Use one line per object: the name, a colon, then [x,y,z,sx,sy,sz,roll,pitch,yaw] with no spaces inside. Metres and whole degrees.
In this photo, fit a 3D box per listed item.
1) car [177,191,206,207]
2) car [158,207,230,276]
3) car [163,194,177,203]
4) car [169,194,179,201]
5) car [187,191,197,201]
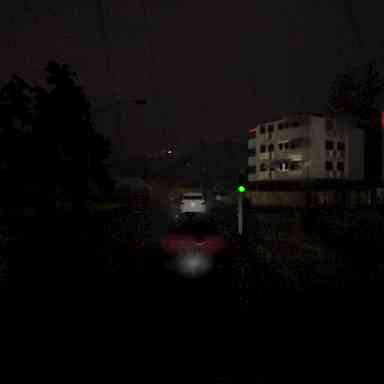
car: [0.085,1.092,29.837,2.150,2.045,5.566,0,0,0]
car: [0.059,1.448,10.218,2.128,1.511,4.902,0,0,0]
car: [-4.046,1.221,59.761,1.882,1.535,5.008,0,0,0]
car: [-4.001,1.209,76.086,2.033,1.411,5.357,0,0,0]
car: [-0.001,0.896,76.021,2.150,2.045,5.566,0,0,0]
